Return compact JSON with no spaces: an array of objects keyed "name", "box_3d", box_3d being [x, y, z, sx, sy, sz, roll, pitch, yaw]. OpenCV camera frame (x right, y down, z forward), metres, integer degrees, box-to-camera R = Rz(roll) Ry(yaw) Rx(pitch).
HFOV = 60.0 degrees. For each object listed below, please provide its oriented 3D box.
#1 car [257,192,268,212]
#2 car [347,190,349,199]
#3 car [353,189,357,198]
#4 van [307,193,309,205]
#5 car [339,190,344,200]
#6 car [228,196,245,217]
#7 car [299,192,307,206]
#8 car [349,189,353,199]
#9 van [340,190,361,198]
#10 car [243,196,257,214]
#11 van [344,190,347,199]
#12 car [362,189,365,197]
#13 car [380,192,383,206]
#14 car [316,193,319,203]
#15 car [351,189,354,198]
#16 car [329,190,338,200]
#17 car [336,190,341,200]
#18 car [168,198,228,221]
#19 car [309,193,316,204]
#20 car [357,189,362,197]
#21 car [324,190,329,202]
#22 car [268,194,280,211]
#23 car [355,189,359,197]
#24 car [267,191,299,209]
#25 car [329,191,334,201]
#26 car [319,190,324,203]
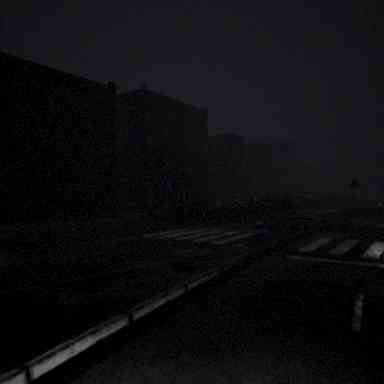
[{"name":"car","box_3d":[4.945,1.219,33.981,4.553,1.767,2.185,-1,0,35]},{"name":"car","box_3d":[28.790,0.848,67.775,4.674,1.452,2.002,-1,0,35]},{"name":"car","box_3d":[33.538,0.757,74.549,4.792,1.488,2.163,-1,0,35]},{"name":"van","box_3d":[12.971,0.925,45.192,4.442,1.987,1.878,-1,0,35]},{"name":"car","box_3d":[25.611,0.869,63.269,4.892,1.521,2.231,-1,0,35]},{"name":"car","box_3d":[1.735,1.410,29.500,5.008,1.535,2.097,-1,0,35]},{"name":"car","box_3d":[11.439,1.186,42.902,5.366,1.575,1.946,-1,0,35]},{"name":"car","box_3d":[30.228,0.779,70.136,5.366,1.575,1.946,-1,0,35]},{"name":"van","box_3d":[39.828,0.409,83.605,4.442,1.987,1.878,-1,0,35]},{"name":"car","box_3d":[3.333,1.418,31.746,4.674,1.452,2.002,-1,0,35]},{"name":"van","box_3d":[27.361,0.610,65.557,4.442,1.987,1.878,-1,0,35]},{"name":"car","box_3d":[38.308,0.404,81.301,5.566,2.045,2.435,-1,0,35]},{"name":"car","box_3d":[23.504,1.054,38.668,1.837,1.490,4.892,-1,1,36]},{"name":"car","box_3d":[16.033,0.949,49.782,4.553,1.767,2.185,-1,0,35]},{"name":"car","box_3d":[31.975,0.754,72.275,4.892,1.521,2.231,-1,0,35]},{"name":"car","box_3d":[22.430,0.934,58.767,4.892,1.521,2.231,-1,0,35]},{"name":"car","box_3d":[24.020,0.901,61.019,4.892,1.521,2.231,-1,0,35]},{"name":"car","box_3d":[0.169,1.313,27.222,4.553,1.767,2.185,-1,0,35]},{"name":"car","box_3d":[14.465,1.113,47.516,5.008,1.535,2.097,-1,0,35]},{"name":"car","box_3d":[36.739,0.677,79.038,5.008,1.535,2.097,-1,0,35]},{"name":"car","box_3d":[19.266,0.875,54.249,4.553,1.767,2.185,-1,0,35]},{"name":"car","box_3d":[6.510,1.310,36.259,4.892,1.521,2.231,-1,0,35]},{"name":"car","box_3d":[35.150,0.741,76.784,4.674,1.452,2.002,-1,0,35]},{"name":"car","box_3d":[9.670,0.979,40.772,5.566,2.045,2.435,-1,0,35]},{"name":"car","box_3d":[20.838,0.968,56.515,4.892,1.521,2.231,-1,0,35]},{"name":"car","box_3d":[17.624,0.912,52.033,4.553,1.767,2.185,-1,0,35]}]
